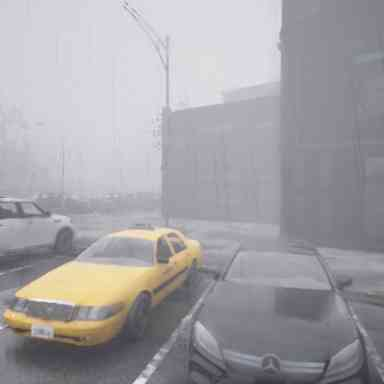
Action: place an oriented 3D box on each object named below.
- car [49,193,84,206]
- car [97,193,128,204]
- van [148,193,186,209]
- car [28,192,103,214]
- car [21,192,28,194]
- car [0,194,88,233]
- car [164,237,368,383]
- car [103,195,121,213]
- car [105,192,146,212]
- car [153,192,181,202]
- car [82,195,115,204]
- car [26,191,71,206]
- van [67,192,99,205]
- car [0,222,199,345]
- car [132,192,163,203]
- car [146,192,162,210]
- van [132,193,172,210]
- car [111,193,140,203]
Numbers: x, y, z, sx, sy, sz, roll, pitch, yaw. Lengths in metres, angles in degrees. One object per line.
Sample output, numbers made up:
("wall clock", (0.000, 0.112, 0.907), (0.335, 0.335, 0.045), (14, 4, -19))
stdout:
("car", (-18.823, 1.110, 49.886), (4.553, 1.767, 2.185), (0, -1, 14))
("car", (-13.686, 1.111, 57.363), (4.553, 1.767, 2.185), (0, 0, 14))
("van", (-3.144, 1.111, 42.559), (4.442, 1.987, 1.878), (1, 0, 14))
("car", (-11.513, 1.079, 30.328), (5.566, 2.045, 2.435), (1, 0, 14))
("car", (-22.204, 0.982, 44.859), (5.566, 2.045, 2.435), (0, 0, 14))
("car", (-6.023, 1.168, 10.486), (2.435, 2.045, 5.566), (0, 0, 15))
("car", (1.327, 1.514, 5.235), (2.002, 1.452, 4.674), (1, 0, 15))
("car", (-9.915, 1.360, 32.769), (4.792, 1.488, 2.163), (1, 1, 14))
("car", (-8.257, 1.080, 35.229), (5.566, 2.045, 2.435), (1, 1, 14))
("car", (-5.228, 0.986, 69.893), (5.566, 2.045, 2.435), (0, -1, 14))
("car", (-15.413, 1.238, 54.884), (4.892, 1.521, 2.231), (0, -1, 14))
("car", (-20.457, 0.983, 47.372), (5.566, 2.045, 2.435), (0, -1, 14))
("van", (-17.215, 1.011, 52.400), (4.442, 1.987, 1.878), (0, 0, 14))
("car", (-1.173, 1.451, 6.794), (1.946, 1.575, 5.366), (1, 0, 15))
("car", (-8.671, 0.986, 64.902), (5.566, 2.045, 2.435), (0, 0, 14))
("car", (-6.599, 1.081, 37.680), (5.566, 2.045, 2.435), (1, 1, 14))
("van", (-4.801, 1.110, 40.108), (4.442, 1.987, 1.878), (1, 0, 14))
("car", (-11.997, 1.111, 59.877), (4.553, 1.767, 2.185), (0, 0, 14))
